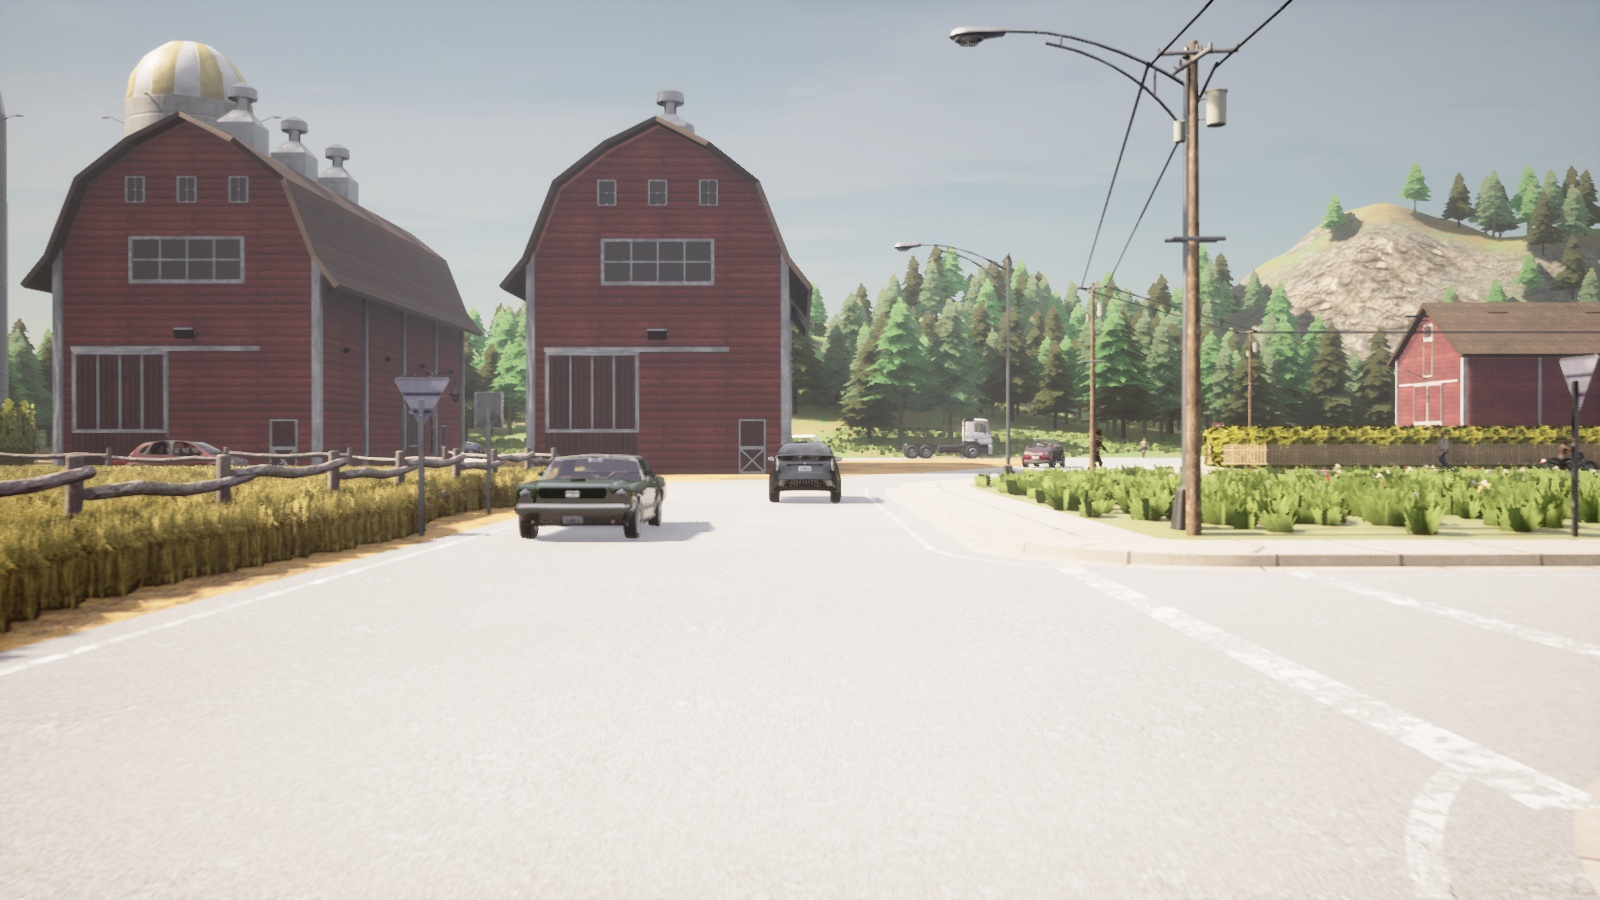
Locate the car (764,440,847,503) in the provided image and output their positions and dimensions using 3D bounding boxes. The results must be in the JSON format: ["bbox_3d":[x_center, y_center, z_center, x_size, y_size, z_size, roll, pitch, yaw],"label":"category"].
[{"bbox_3d":[0.133,0.501,32.636,2.007,1.525,4.514,0,0,0],"label":"car"}]

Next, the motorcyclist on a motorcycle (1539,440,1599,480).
[{"bbox_3d":[32.271,0.413,52.456,2.350,1.649,0.766,0,0,0],"label":"motorcyclist on a motorcycle"}]

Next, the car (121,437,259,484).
[{"bbox_3d":[-21.573,0.364,44.551,3.988,1.617,1.851,0,0,-3],"label":"car"}]

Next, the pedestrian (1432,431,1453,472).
[{"bbox_3d":[30.604,0.073,59.787,0.788,1.949,0.423,0,0,2],"label":"pedestrian"}]

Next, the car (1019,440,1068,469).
[{"bbox_3d":[13.239,0.213,68.248,1.789,1.549,3.705,0,1,24],"label":"car"}]

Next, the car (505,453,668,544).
[{"bbox_3d":[-3.401,0.721,20.921,1.895,1.301,4.718,0,0,0],"label":"car"}]

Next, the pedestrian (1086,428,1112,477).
[{"bbox_3d":[10.934,0.097,45.988,0.869,1.805,0.328,0,0,-11],"label":"pedestrian"}]
